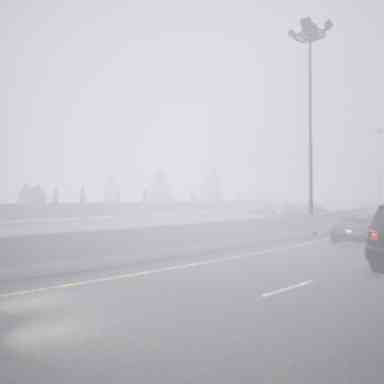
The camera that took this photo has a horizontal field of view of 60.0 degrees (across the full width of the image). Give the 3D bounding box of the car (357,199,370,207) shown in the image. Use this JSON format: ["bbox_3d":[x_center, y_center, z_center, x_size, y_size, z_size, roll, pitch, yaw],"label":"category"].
[{"bbox_3d":[32.679,2.110,63.301,1.994,1.385,4.181,0,-1,32],"label":"car"}]

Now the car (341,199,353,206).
[{"bbox_3d":[32.490,2.209,69.587,1.895,1.301,4.718,0,-1,32],"label":"car"}]

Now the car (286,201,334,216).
[{"bbox_3d":[10.410,1.785,29.059,2.033,1.411,5.357,0,-1,38],"label":"car"}]

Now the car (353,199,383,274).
[{"bbox_3d":[7.116,1.301,9.876,5.566,2.045,2.150,0,0,-42],"label":"car"}]

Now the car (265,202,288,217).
[{"bbox_3d":[9.767,1.775,34.078,2.128,1.511,4.902,0,-1,36],"label":"car"}]

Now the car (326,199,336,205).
[{"bbox_3d":[30.205,2.149,72.531,2.033,1.411,5.357,0,-1,32],"label":"car"}]

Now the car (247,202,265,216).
[{"bbox_3d":[8.160,1.866,37.797,2.033,1.411,5.357,0,-1,34],"label":"car"}]

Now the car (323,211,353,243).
[{"bbox_3d":[8.227,1.688,15.843,4.181,1.385,1.994,1,-1,-45],"label":"car"}]
